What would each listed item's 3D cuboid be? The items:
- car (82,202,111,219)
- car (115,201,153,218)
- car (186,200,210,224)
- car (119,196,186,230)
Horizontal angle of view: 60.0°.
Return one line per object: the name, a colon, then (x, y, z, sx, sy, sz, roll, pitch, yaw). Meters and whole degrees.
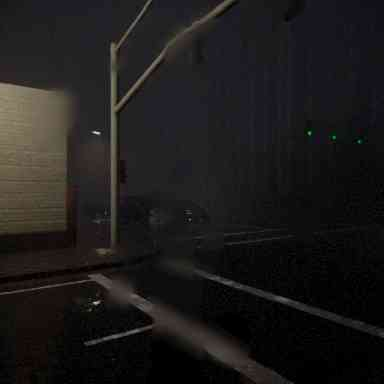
car: (-8.494, 1.619, 30.047, 1.994, 1.385, 4.181, 0, 0, -35)
car: (-5.680, 1.619, 32.121, 1.994, 1.385, 4.181, 0, 0, -35)
car: (-0.663, 1.407, 25.091, 2.097, 1.767, 4.553, 0, 0, -35)
car: (-3.032, 1.277, 22.379, 2.150, 2.045, 5.566, 0, 0, -36)
